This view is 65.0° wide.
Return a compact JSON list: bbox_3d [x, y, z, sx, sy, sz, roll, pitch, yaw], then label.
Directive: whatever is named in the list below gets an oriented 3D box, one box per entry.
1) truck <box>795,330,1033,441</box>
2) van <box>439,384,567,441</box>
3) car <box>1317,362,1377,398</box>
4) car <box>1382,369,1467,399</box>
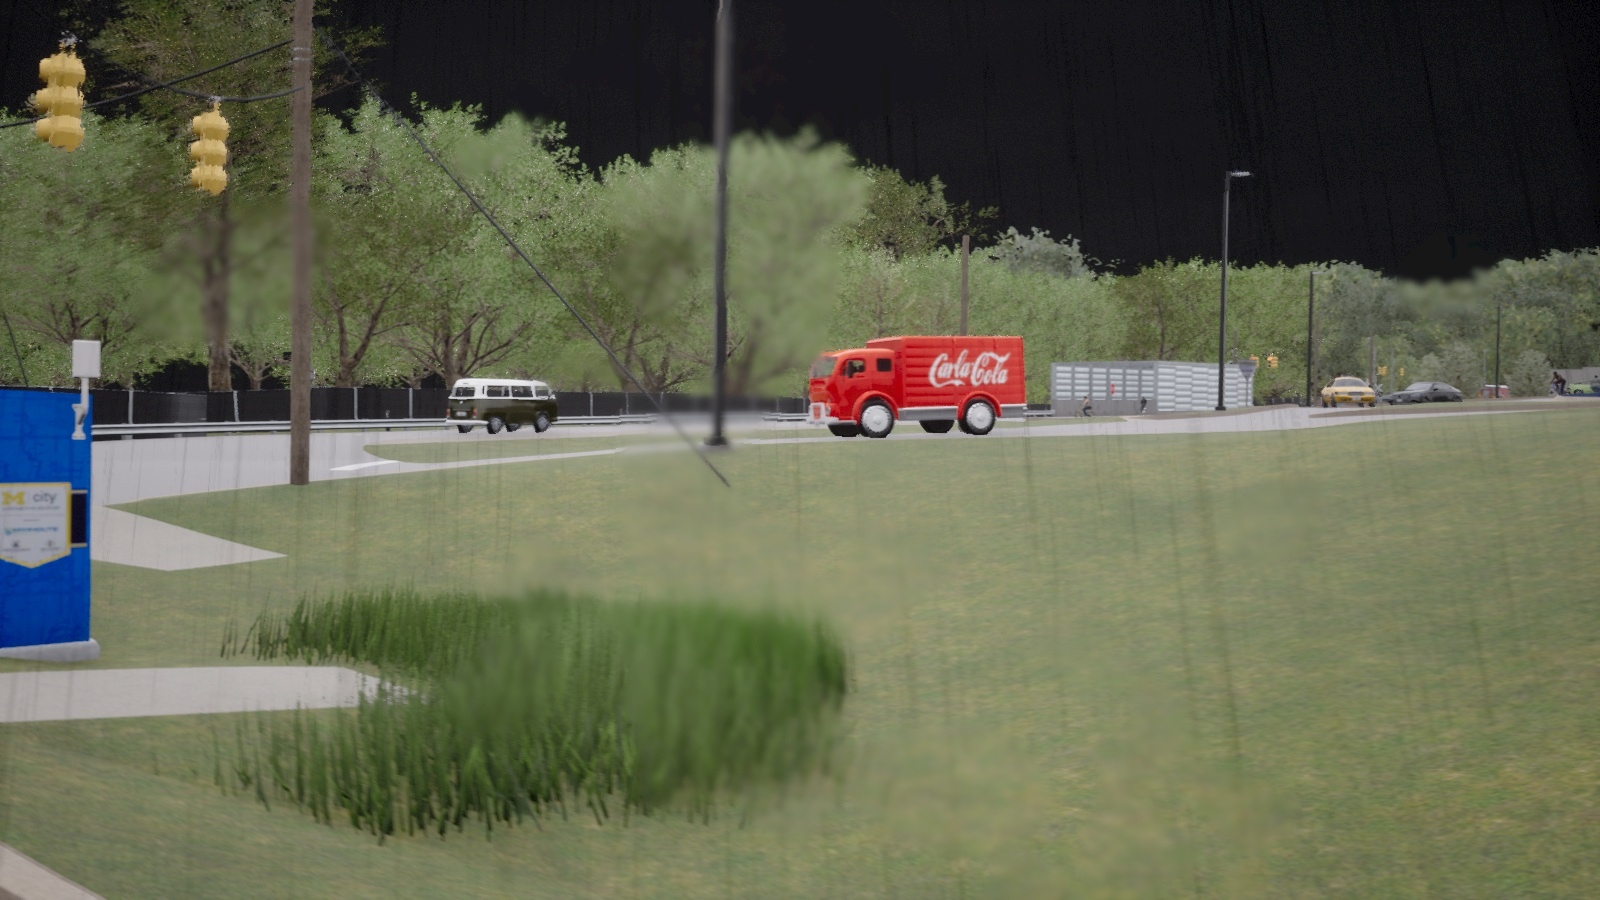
[{"bbox_3d":[2.813,-1.624,31.339,5.204,2.467,2.627,-3,3,-21],"label":"truck"},{"bbox_3d":[-11.075,-1.446,47.109,2.069,2.038,4.480,1,3,31],"label":"van"},{"bbox_3d":[25.117,-3.172,57.800,1.801,1.575,5.366,0,2,16],"label":"car"},{"bbox_3d":[33.180,-3.511,66.714,4.674,1.442,1.812,-3,2,-31],"label":"car"}]
